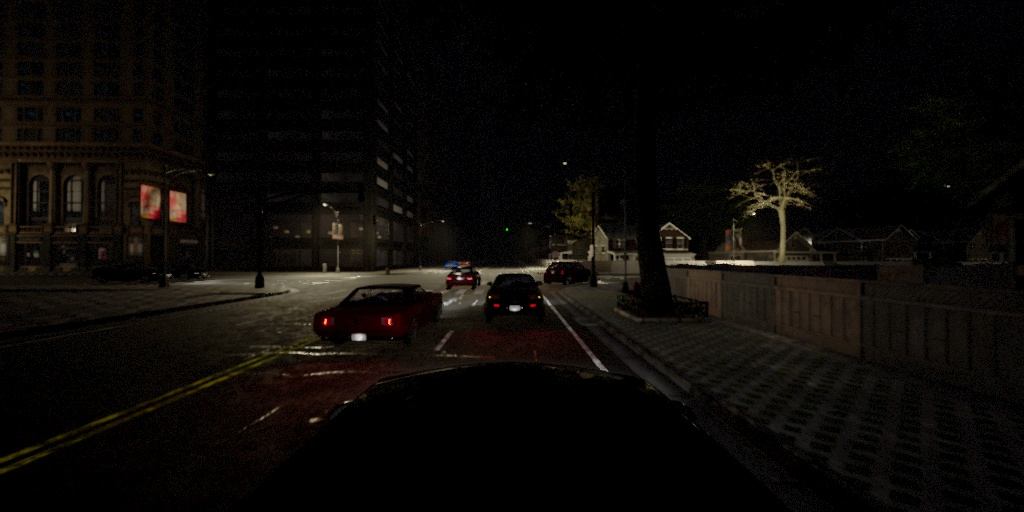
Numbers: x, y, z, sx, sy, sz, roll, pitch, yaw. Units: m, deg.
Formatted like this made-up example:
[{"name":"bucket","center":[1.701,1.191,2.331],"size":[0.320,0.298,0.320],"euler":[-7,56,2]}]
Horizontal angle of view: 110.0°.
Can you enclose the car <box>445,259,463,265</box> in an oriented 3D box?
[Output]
[{"name":"car","center":[-9.826,1.508,58.793],"size":[1.882,1.535,5.008],"euler":[0,0,0]}]

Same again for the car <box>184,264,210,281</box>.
[{"name":"car","center":[-28.015,1.316,29.768],"size":[4.892,1.490,1.837],"euler":[0,0,-3]}]

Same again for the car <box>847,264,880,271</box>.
[{"name":"car","center":[42.894,1.629,43.202],"size":[5.357,1.411,2.033],"euler":[0,0,-9]}]

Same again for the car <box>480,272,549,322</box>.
[{"name":"car","center":[0.082,1.328,12.482],"size":[1.812,1.442,4.674],"euler":[0,0,0]}]

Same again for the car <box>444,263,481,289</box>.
[{"name":"car","center":[-3.157,1.407,23.964],"size":[2.033,1.411,5.357],"euler":[0,0,0]}]

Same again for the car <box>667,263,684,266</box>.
[{"name":"car","center":[18.073,1.508,39.742],"size":[4.902,1.511,2.128],"euler":[0,0,-7]}]

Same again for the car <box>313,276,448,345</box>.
[{"name":"car","center":[-3.153,1.389,9.600],"size":[1.895,1.301,4.718],"euler":[0,0,0]}]

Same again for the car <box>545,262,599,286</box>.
[{"name":"car","center":[4.571,1.238,27.169],"size":[4.553,1.767,2.097],"euler":[1,0,-41]}]

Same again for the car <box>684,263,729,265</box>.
[{"name":"car","center":[20.764,1.503,36.785],"size":[4.892,1.490,1.837],"euler":[0,0,-7]}]

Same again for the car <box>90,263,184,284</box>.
[{"name":"car","center":[-27.956,1.278,26.517],"size":[4.902,1.511,2.128],"euler":[0,0,-3]}]

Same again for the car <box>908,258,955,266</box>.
[{"name":"car","center":[43.771,1.254,36.690],"size":[5.566,2.045,2.150],"euler":[0,0,-9]}]

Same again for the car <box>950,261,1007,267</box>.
[{"name":"car","center":[44.471,1.484,33.507],"size":[5.008,1.535,1.882],"euler":[0,0,-9]}]
